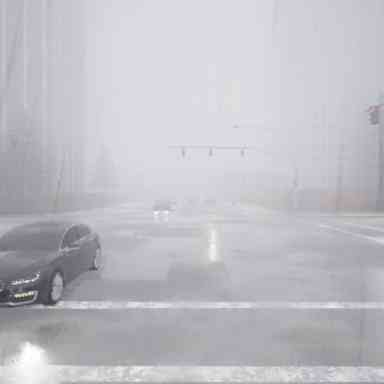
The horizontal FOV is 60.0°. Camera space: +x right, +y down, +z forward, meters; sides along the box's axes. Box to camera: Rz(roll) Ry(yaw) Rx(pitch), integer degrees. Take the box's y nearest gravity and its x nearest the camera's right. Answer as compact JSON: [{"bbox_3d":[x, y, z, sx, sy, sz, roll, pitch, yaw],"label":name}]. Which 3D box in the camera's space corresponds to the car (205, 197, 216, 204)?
[{"bbox_3d":[3.530,1.601,65.014,1.895,1.301,4.718,0,0,0],"label":"car"}]

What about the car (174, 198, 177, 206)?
[{"bbox_3d":[-3.553,1.547,55.565,2.033,1.411,5.357,0,0,0],"label":"car"}]

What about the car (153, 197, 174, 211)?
[{"bbox_3d":[-3.580,1.564,40.787,1.994,1.385,4.181,0,0,0],"label":"car"}]

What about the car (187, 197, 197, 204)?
[{"bbox_3d":[0.030,1.564,64.985,1.994,1.385,4.181,0,0,0],"label":"car"}]

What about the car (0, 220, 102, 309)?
[{"bbox_3d":[-3.596,1.505,8.115,1.837,1.490,4.892,0,0,0],"label":"car"}]
